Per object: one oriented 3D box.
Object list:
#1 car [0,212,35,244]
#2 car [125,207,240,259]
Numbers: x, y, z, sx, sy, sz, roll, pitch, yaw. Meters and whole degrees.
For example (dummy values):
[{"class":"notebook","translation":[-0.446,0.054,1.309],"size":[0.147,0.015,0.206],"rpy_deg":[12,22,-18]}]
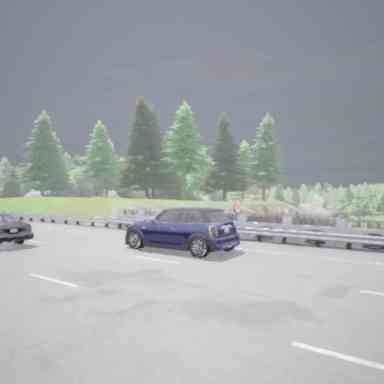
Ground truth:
[{"class":"car","translation":[-9.207,1.615,14.869],"size":[5.357,1.411,2.033],"rpy_deg":[0,0,36]},{"class":"car","translation":[-0.502,1.382,12.954],"size":[4.553,1.767,2.097],"rpy_deg":[0,0,36]}]
